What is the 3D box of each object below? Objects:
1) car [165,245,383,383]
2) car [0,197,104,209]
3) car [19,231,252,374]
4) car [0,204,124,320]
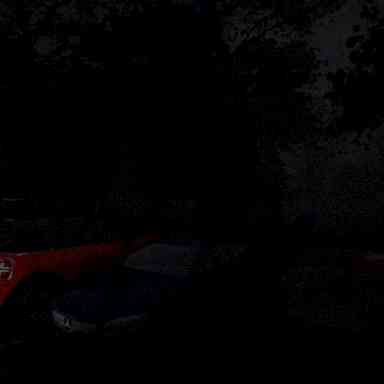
[{"bbox_3d":[2.101,1.476,4.255,2.097,1.535,5.008,0,0,35],"label":"car"},{"bbox_3d":[-4.712,1.173,9.086,2.435,2.045,5.566,0,0,35],"label":"car"},{"bbox_3d":[-0.161,1.499,5.879,2.002,1.452,4.674,0,0,35],"label":"car"},{"bbox_3d":[-2.448,1.316,7.468,2.185,1.767,4.553,0,0,35],"label":"car"}]
